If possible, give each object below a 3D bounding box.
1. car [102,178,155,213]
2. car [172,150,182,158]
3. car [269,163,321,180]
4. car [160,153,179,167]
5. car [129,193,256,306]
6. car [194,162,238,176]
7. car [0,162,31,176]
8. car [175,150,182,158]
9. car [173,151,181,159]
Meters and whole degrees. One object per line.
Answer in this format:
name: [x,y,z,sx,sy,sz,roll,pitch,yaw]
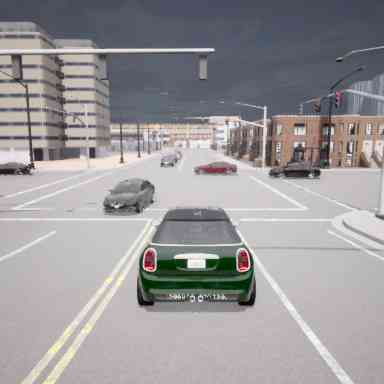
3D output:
car: [-3.271,0.104,17.997,1.837,1.490,4.892,0,8,7]
car: [-3.380,-8.943,77.551,2.097,1.767,4.553,0,8,0]
car: [9.948,-2.032,32.275,4.892,1.490,1.837,0,8,-1]
car: [-3.537,-4.521,48.870,2.128,1.511,4.902,0,8,1]
car: [0.087,1.074,7.671,2.097,1.767,4.553,0,4,0]
car: [2.571,-2.542,35.840,4.674,1.442,1.812,0,8,0]
car: [-19.746,-2.515,35.951,4.181,1.385,1.994,0,8,0]
car: [-3.407,-7.270,67.502,1.812,1.442,4.674,0,8,1]
car: [-3.490,-5.930,58.207,1.882,1.535,5.008,0,9,0]
